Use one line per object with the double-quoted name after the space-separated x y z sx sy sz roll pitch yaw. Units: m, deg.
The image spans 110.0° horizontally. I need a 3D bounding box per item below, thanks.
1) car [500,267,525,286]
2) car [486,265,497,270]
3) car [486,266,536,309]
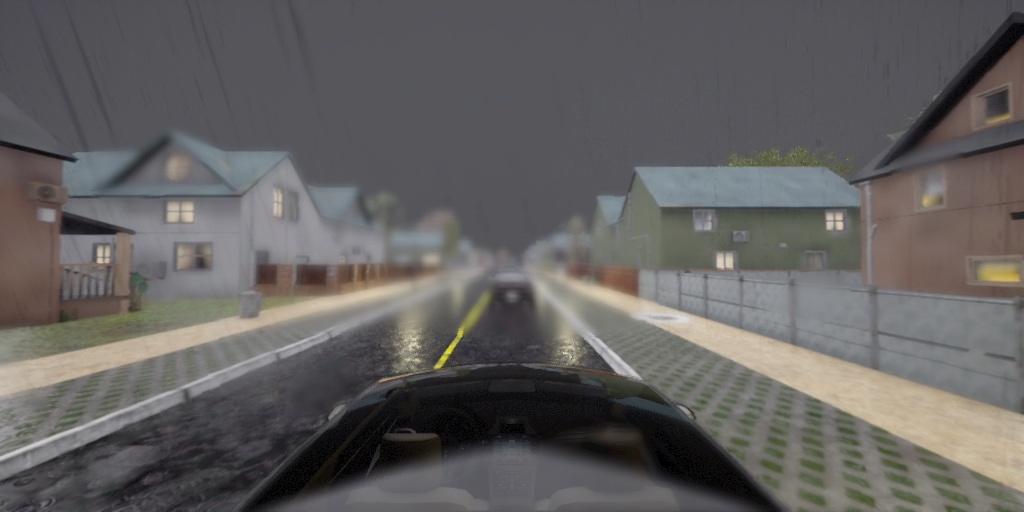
0.040 1.665 30.189 1.994 1.385 4.181 0 -1 1 "car"
-2.737 1.985 52.438 1.994 1.385 4.181 0 -1 0 "car"
0.040 1.395 16.117 1.882 1.535 5.008 0 0 1 "car"
